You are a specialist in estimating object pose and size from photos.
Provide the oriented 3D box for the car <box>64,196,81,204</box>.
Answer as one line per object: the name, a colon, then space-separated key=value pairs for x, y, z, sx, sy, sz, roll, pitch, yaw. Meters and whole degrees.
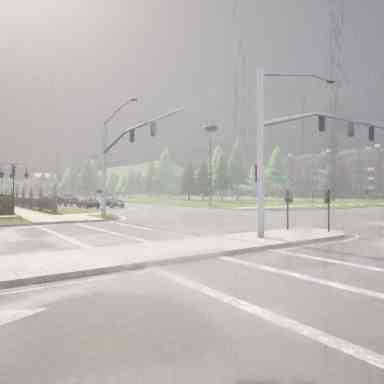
car: x=-22.907 y=1.564 z=63.688 sx=1.994 sy=1.385 sz=4.181 roll=0 pitch=0 yaw=-36

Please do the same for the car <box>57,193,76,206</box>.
car: x=-19.858 y=1.221 z=53.429 sx=2.150 sy=2.045 sz=5.566 roll=0 pitch=0 yaw=-36

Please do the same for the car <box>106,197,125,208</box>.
car: x=-11.342 y=1.491 z=47.647 sx=2.128 sy=1.511 sz=4.902 roll=0 pitch=0 yaw=-36

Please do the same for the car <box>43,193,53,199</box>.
car: x=-26.385 y=1.221 z=62.533 sx=2.150 sy=2.045 sz=5.566 roll=0 pitch=0 yaw=-35

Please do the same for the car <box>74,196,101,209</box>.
car: x=-14.149 y=1.601 z=45.552 sx=1.895 sy=1.301 sz=4.718 roll=0 pitch=0 yaw=-36

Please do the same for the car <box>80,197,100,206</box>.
car: x=-17.101 y=1.564 z=55.592 sx=1.994 sy=1.385 sz=4.181 roll=0 pitch=0 yaw=-36
